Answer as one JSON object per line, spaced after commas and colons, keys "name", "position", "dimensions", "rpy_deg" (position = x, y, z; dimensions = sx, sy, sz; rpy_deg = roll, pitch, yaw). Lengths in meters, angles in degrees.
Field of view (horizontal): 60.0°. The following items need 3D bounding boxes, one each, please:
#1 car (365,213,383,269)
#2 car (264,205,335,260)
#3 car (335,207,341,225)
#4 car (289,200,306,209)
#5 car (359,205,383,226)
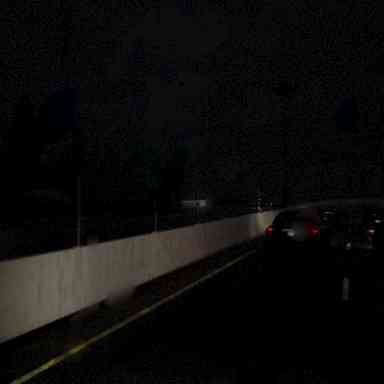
{"name": "car", "position": [7.180, 1.674, 11.211], "dimensions": [2.033, 1.411, 5.357], "rpy_deg": [0, -1, 26]}
{"name": "car", "position": [4.422, 1.508, 13.531], "dimensions": [2.097, 1.767, 4.553], "rpy_deg": [0, -1, 26]}
{"name": "car", "position": [10.956, 1.803, 27.121], "dimensions": [2.128, 1.511, 4.902], "rpy_deg": [0, -1, 26]}
{"name": "car", "position": [19.284, 2.189, 60.701], "dimensions": [2.128, 1.511, 4.902], "rpy_deg": [0, -1, 26]}
{"name": "car", "position": [14.111, 1.796, 25.603], "dimensions": [1.837, 1.490, 4.892], "rpy_deg": [0, 0, 26]}
